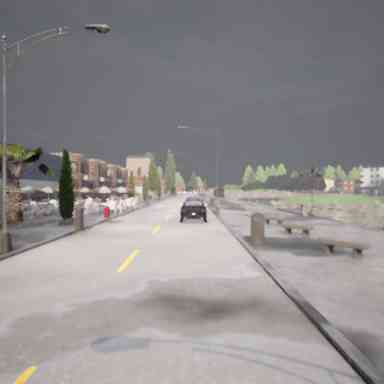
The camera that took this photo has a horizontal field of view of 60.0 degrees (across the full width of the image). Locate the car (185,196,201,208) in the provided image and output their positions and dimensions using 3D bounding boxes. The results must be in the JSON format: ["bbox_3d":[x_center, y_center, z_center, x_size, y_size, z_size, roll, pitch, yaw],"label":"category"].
[{"bbox_3d":[0.119,1.285,42.688,1.994,1.385,4.181,0,0,0],"label":"car"}]

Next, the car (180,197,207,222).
[{"bbox_3d":[0.111,1.314,24.922,1.882,1.535,5.008,0,0,0],"label":"car"}]

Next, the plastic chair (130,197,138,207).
[{"bbox_3d":[-7.427,1.227,42.655,0.730,1.271,0.750,0,0,-40],"label":"plastic chair"}]
